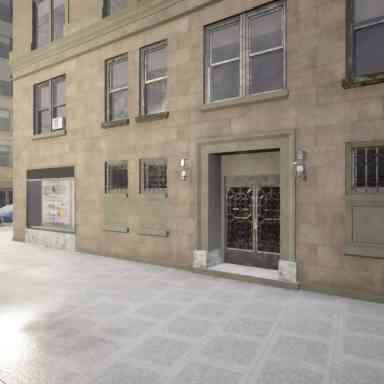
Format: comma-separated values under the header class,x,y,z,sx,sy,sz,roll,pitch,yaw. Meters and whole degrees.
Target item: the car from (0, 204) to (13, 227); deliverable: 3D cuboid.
class,x,y,z,sx,sy,sz,roll,pitch,yaw
car,-11.884,1.512,23.025,2.033,1.411,5.357,0,0,39
